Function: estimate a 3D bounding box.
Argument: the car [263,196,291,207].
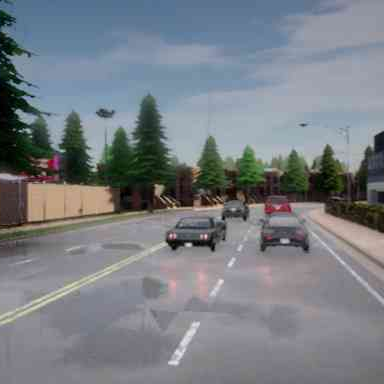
[{"bbox_3d":[7.264,1.336,28.364,2.150,2.045,5.566,-1,0,14],"label":"car"}]

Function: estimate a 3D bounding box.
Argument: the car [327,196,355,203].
[{"bbox_3d":[29.460,1.700,64.966,4.718,1.301,1.895,-1,0,-22],"label":"car"}]

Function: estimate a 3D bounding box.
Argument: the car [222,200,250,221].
[{"bbox_3d":[3.882,1.520,29.231,2.097,1.767,4.553,-1,-1,14],"label":"car"}]

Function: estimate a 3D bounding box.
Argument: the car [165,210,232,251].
[{"bbox_3d":[0.389,1.707,14.667,1.895,1.301,4.718,-1,0,13],"label":"car"}]

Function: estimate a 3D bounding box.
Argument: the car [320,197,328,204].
[{"bbox_3d":[28.710,1.666,68.422,4.902,1.511,2.128,-1,0,-22],"label":"car"}]

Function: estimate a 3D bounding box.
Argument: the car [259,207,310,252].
[{"bbox_3d":[3.857,1.582,14.113,1.812,1.442,4.674,-1,0,14],"label":"car"}]
